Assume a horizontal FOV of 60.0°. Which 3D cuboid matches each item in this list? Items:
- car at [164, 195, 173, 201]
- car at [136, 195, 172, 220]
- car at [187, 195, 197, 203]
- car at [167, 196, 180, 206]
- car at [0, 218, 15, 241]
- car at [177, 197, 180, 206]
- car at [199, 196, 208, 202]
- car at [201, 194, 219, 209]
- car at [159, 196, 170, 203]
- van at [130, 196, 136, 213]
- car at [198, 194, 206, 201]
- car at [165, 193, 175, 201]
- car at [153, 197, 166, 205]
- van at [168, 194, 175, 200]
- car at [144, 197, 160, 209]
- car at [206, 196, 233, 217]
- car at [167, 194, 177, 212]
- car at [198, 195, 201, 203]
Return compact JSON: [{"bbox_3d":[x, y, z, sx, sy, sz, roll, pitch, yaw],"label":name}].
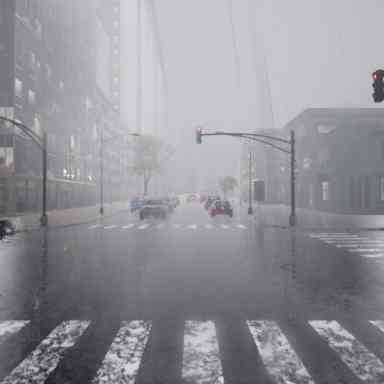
[{"bbox_3d":[-5.748,1.561,82.031,2.008,1.369,4.403,1,0,0],"label":"car"},{"bbox_3d":[-3.124,1.357,28.127,2.097,1.767,4.553,0,0,0],"label":"car"},{"bbox_3d":[0.040,1.361,69.588,2.097,1.767,4.553,0,0,0],"label":"car"},{"bbox_3d":[-3.111,1.486,57.032,1.882,1.535,5.008,0,0,1],"label":"car"},{"bbox_3d":[-10.473,1.623,14.884,4.674,1.442,1.812,-1,-1,1],"label":"car"},{"bbox_3d":[-3.130,1.499,46.926,2.128,1.511,4.902,0,0,0],"label":"car"},{"bbox_3d":[2.636,1.575,76.403,1.947,1.339,4.313,1,0,0],"label":"car"},{"bbox_3d":[2.671,1.322,42.359,2.192,1.841,5.009,1,0,0],"label":"car"},{"bbox_3d":[-5.739,1.575,70.683,1.947,1.339,4.313,1,0,0],"label":"car"},{"bbox_3d":[-5.705,1.347,36.639,1.690,1.788,3.998,1,0,0],"label":"van"},{"bbox_3d":[2.628,1.450,87.751,1.967,1.590,4.097,1,0,0],"label":"car"},{"bbox_3d":[-5.749,1.325,87.705,2.192,1.841,5.009,1,0,0],"label":"car"},{"bbox_3d":[-5.729,1.590,59.335,1.802,1.307,4.206,1,0,0],"label":"car"},{"bbox_3d":[-5.754,1.352,93.379,1.690,1.788,3.998,1,0,0],"label":"van"},{"bbox_3d":[-5.718,1.533,47.817,1.752,1.417,4.829,1,0,0],"label":"car"},{"bbox_3d":[2.678,1.446,31.011,1.967,1.590,4.097,1,0,0],"label":"car"},{"bbox_3d":[-3.130,1.358,37.040,2.097,1.767,4.553,0,0,0],"label":"car"},{"bbox_3d":[2.651,1.324,65.055,2.192,1.841,5.009,1,0,0],"label":"car"}]
